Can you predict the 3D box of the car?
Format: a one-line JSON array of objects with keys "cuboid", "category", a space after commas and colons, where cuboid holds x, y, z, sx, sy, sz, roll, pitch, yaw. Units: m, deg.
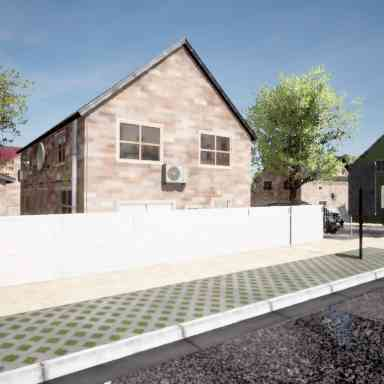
[{"cuboid": [7.386, 1.705, 22.731, 2.150, 2.045, 5.566, 1, -3, -35], "category": "car"}]
